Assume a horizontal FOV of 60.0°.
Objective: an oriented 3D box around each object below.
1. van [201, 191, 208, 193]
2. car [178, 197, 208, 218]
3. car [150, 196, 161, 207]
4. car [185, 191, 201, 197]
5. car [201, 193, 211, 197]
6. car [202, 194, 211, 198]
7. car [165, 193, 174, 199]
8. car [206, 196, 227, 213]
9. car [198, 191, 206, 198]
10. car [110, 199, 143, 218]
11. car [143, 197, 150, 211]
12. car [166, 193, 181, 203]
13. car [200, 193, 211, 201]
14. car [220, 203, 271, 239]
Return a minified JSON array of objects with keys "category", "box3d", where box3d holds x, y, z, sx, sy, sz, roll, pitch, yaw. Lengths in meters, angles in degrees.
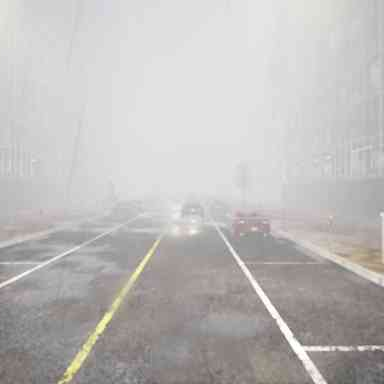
[{"category":"van","box3d":[2.713,0.979,62.216,1.690,1.788,3.998,0,0,0]},{"category":"car","box3d":[0.066,1.409,28.748,1.994,1.385,4.181,0,0,0]},{"category":"car","box3d":[-5.673,1.291,45.150,1.887,1.381,4.507,0,0,0]},{"category":"car","box3d":[0.020,1.042,54.146,2.097,1.767,4.553,0,0,0]},{"category":"car","box3d":[2.711,1.240,56.523,1.947,1.339,4.313,0,0,0]},{"category":"car","box3d":[2.707,1.312,45.139,1.947,1.339,4.313,0,0,0]},{"category":"car","box3d":[-5.660,1.033,84.998,2.008,1.369,4.403,0,0,0]},{"category":"car","box3d":[2.703,1.380,33.755,1.947,1.339,4.313,0,0,0]},{"category":"car","box3d":[2.724,0.756,90.674,2.192,1.841,5.009,0,0,0]},{"category":"car","box3d":[-5.679,1.393,28.072,1.887,1.381,4.507,0,0,0]},{"category":"car","box3d":[-5.677,1.397,33.766,1.802,1.307,4.206,0,0,0]},{"category":"car","box3d":[-3.029,1.138,58.687,1.882,1.535,5.008,0,0,1]},{"category":"car","box3d":[2.715,1.040,67.907,1.967,1.590,4.097,0,0,0]},{"category":"car","box3d":[2.698,1.458,16.678,1.887,1.381,4.507,0,0,0]}]
